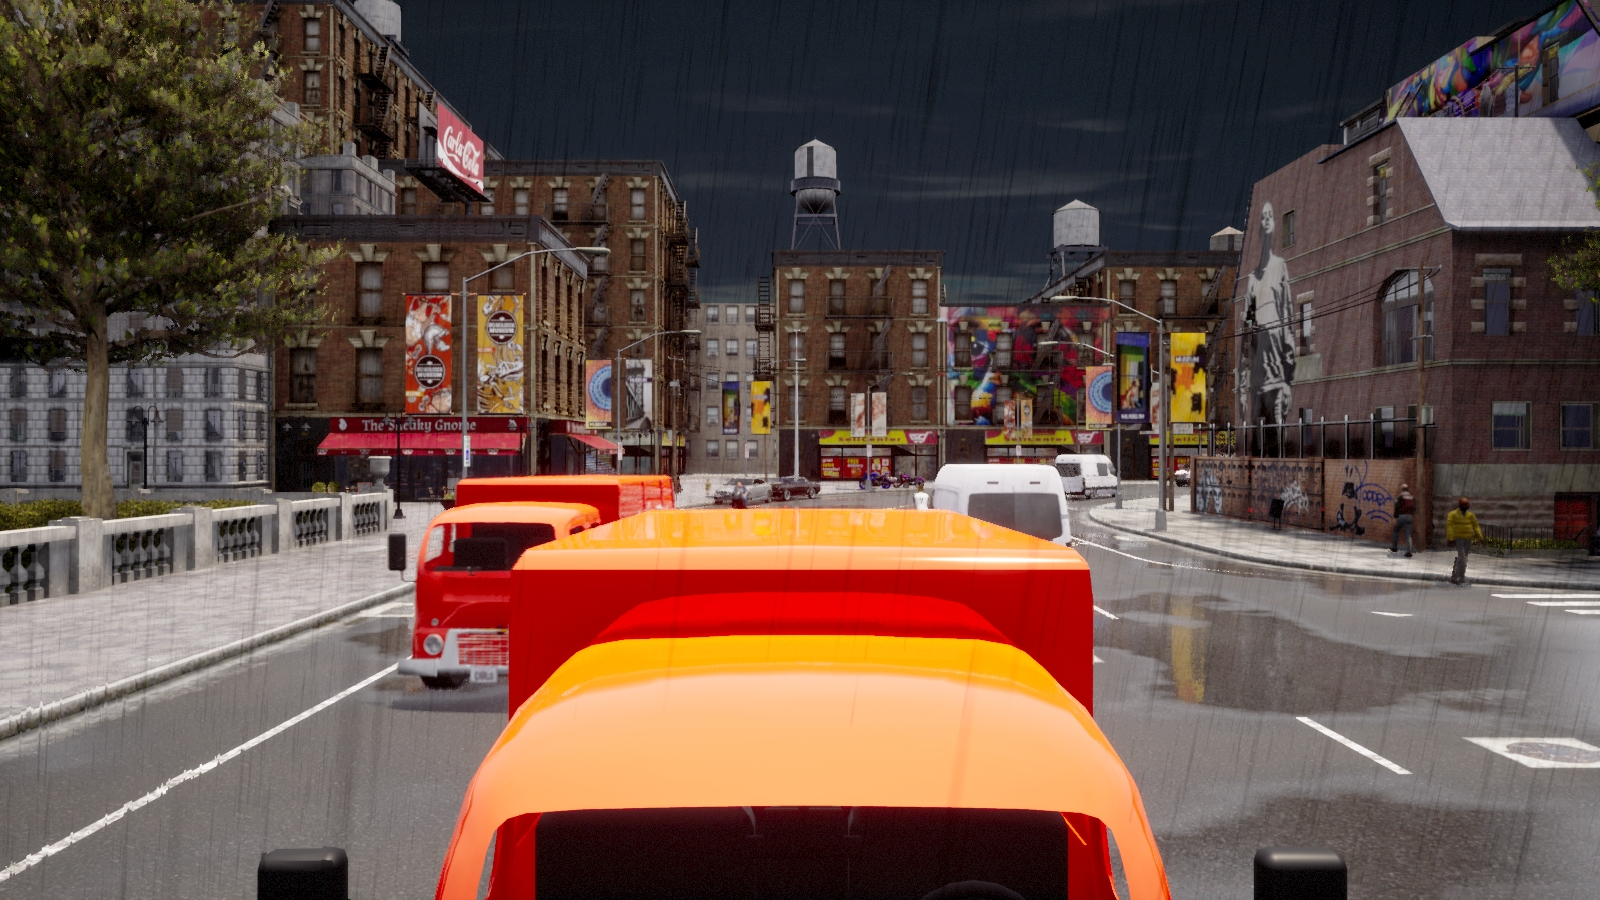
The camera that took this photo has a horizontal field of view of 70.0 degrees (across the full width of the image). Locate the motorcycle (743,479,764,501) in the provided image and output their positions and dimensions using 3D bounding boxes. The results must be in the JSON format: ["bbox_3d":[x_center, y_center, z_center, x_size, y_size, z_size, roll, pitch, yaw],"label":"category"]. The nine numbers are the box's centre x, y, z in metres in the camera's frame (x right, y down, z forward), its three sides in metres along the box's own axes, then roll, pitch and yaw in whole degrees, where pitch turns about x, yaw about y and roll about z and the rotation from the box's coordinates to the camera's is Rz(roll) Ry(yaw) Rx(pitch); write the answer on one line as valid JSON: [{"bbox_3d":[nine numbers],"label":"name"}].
[{"bbox_3d":[-2.612,2.238,64.584,0.803,1.145,2.033,0,0,9],"label":"motorcycle"}]

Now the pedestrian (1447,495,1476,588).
[{"bbox_3d":[13.496,1.858,23.308,0.375,1.860,0.375,0,0,0],"label":"pedestrian"}]

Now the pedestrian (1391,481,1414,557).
[{"bbox_3d":[14.958,1.708,28.355,0.375,1.860,0.375,0,0,2],"label":"pedestrian"}]

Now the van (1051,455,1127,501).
[{"bbox_3d":[16.915,1.560,66.646,1.988,2.561,5.915,-1,0,38],"label":"van"}]

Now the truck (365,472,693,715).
[{"bbox_3d":[-3.160,1.574,14.806,2.627,2.467,5.204,0,0,5],"label":"truck"}]

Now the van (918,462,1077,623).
[{"bbox_3d":[3.518,1.543,21.572,1.988,2.561,5.915,0,0,0],"label":"van"}]

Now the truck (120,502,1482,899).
[{"bbox_3d":[-0.002,1.571,4.805,2.627,2.467,5.204,0,0,0],"label":"truck"}]

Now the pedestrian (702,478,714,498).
[{"bbox_3d":[-5.140,2.101,63.824,0.500,1.100,0.500,0,0,22],"label":"pedestrian"}]
